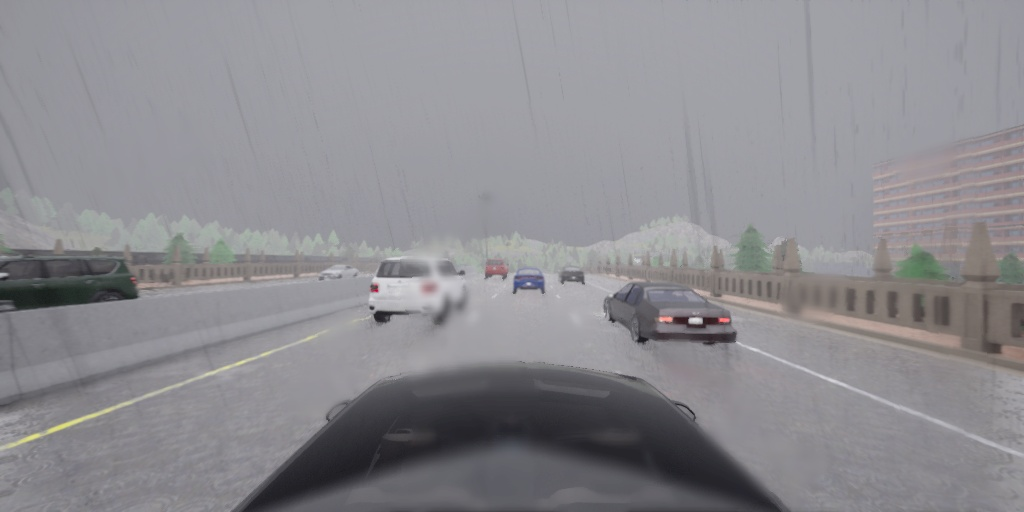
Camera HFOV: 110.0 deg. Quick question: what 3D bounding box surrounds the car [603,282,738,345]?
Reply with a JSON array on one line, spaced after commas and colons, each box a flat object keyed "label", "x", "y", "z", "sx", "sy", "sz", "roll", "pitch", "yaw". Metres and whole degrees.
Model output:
[{"label": "car", "x": 3.912, "y": 1.415, "z": 9.914, "sx": 2.033, "sy": 1.411, "sz": 5.357, "roll": 0, "pitch": -1, "yaw": 3}]

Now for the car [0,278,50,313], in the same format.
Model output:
[{"label": "car", "x": -10.486, "y": 1.223, "z": 4.904, "sx": 1.837, "sy": 1.490, "sz": 4.892, "roll": 0, "pitch": -1, "yaw": 1}]

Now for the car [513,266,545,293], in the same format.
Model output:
[{"label": "car", "x": 1.090, "y": 1.474, "z": 22.924, "sx": 1.882, "sy": 1.535, "sz": 5.008, "roll": 0, "pitch": -1, "yaw": 3}]

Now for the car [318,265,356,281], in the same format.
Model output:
[{"label": "car", "x": -16.053, "y": 1.532, "z": 33.533, "sx": 1.812, "sy": 1.442, "sz": 4.674, "roll": 0, "pitch": -1, "yaw": 3}]

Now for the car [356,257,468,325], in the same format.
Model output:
[{"label": "car", "x": -2.969, "y": 1.074, "z": 12.476, "sx": 2.150, "sy": 2.045, "sz": 5.566, "roll": 0, "pitch": -1, "yaw": 2}]

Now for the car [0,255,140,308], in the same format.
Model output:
[{"label": "car", "x": -13.817, "y": 0.974, "z": 9.816, "sx": 2.150, "sy": 2.045, "sz": 5.566, "roll": 0, "pitch": -1, "yaw": 3}]

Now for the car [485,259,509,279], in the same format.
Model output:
[{"label": "car", "x": -1.589, "y": 1.377, "z": 38.477, "sx": 2.150, "sy": 2.045, "sz": 5.566, "roll": 0, "pitch": -1, "yaw": 3}]

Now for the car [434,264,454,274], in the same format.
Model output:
[{"label": "car", "x": -11.111, "y": 2.121, "z": 59.251, "sx": 2.128, "sy": 1.511, "sz": 4.902, "roll": 0, "pitch": -4, "yaw": 3}]

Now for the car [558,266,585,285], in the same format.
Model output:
[{"label": "car", "x": 5.009, "y": 1.589, "z": 30.776, "sx": 1.882, "sy": 1.535, "sz": 5.008, "roll": 0, "pitch": -1, "yaw": 3}]
